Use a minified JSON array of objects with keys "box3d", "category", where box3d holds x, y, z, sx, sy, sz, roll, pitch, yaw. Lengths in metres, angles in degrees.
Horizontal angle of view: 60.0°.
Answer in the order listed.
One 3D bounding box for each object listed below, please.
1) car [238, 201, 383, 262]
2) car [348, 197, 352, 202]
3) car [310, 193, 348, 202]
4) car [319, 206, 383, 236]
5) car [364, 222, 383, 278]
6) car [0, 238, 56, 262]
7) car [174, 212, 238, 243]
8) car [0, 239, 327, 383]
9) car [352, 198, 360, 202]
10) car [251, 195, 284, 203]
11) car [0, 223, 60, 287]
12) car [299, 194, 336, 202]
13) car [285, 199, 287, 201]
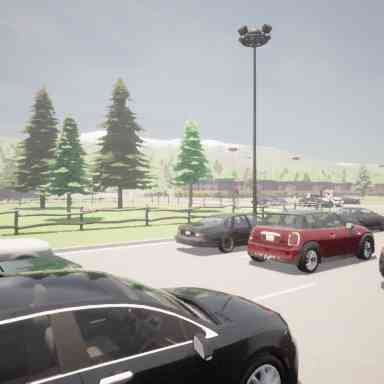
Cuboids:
[{"box3d":[3.996,1.352,10.882,4.553,1.767,2.097,0,0,-35],"category":"car"},{"box3d":[24.924,1.564,58.052,1.994,1.385,4.181,0,0,-35],"category":"car"},{"box3d":[20.086,1.221,50.693,2.150,2.045,5.566,0,0,-35],"category":"car"},{"box3d":[9.414,1.564,19.030,4.181,1.385,1.994,0,0,-35],"category":"car"},{"box3d":[6.482,1.526,8.356,4.674,1.442,1.812,0,0,-35],"category":"car"},{"box3d":[-4.000,1.601,5.193,4.718,1.301,1.895,0,0,-35],"category":"car"},{"box3d":[1.890,1.547,13.678,5.357,1.411,2.033,0,0,-35],"category":"car"},{"box3d":[-1.064,1.505,2.986,4.892,1.490,1.837,0,0,-35],"category":"car"},{"box3d":[27.593,1.547,60.342,2.033,1.411,5.357,0,0,-35],"category":"car"},{"box3d":[12.287,1.547,55.723,2.033,1.411,5.357,0,0,-35],"category":"car"},{"box3d":[-5.926,1.601,8.118,4.718,1.301,1.895,0,0,-36],"category":"car"},{"box3d":[17.687,1.505,48.011,1.837,1.490,4.892,0,0,-35],"category":"car"},{"box3d":[14.580,1.352,58.561,2.097,1.767,4.553,0,0,-35],"category":"car"}]
